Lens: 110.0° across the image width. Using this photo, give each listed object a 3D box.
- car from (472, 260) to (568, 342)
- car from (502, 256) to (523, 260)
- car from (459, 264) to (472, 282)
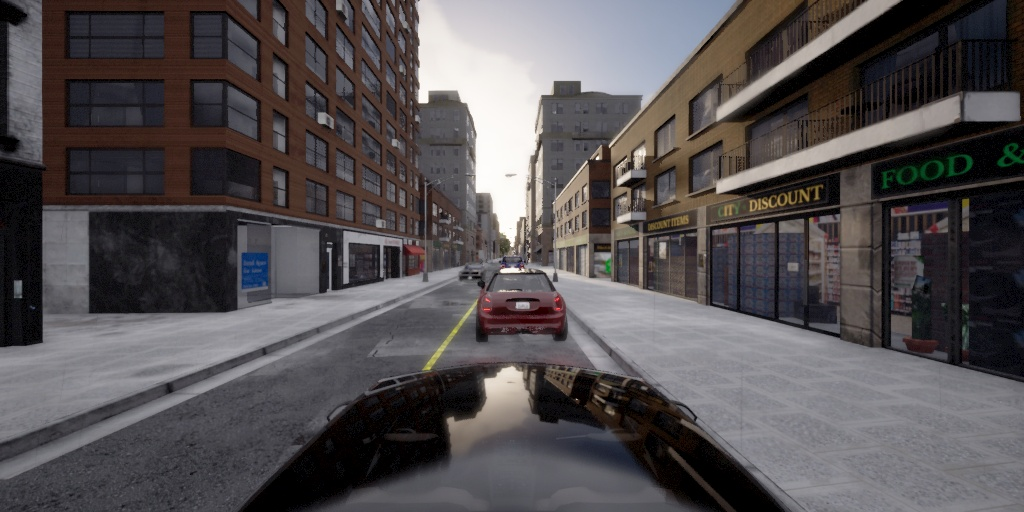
[{"bbox_3d":[0.115,1.102,9.958,2.097,1.767,4.553,0,0,-3],"label":"car"},{"bbox_3d":[0.038,0.976,31.104,2.150,2.045,5.566,0,0,0],"label":"car"},{"bbox_3d":[-3.158,1.354,29.279,1.895,1.301,4.718,0,0,0],"label":"car"}]
